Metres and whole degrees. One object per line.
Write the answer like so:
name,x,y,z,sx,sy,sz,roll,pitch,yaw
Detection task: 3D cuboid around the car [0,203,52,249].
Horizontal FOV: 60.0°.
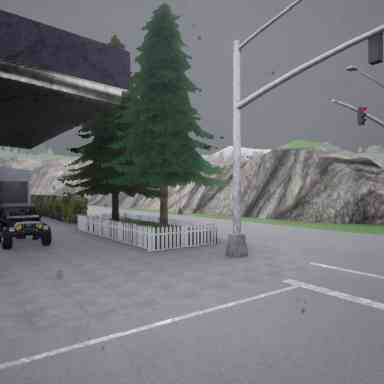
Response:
car,-8.074,1.505,15.784,1.905,1.878,3.866,0,0,-37
